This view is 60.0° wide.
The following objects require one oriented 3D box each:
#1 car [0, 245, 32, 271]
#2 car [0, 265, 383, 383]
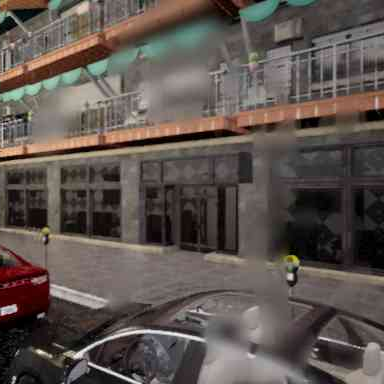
[{"bbox_3d":[-4.401,1.532,6.018,4.507,1.381,1.887,0,0,36],"label":"car"},{"bbox_3d":[0.182,1.548,2.748,4.403,1.369,2.008,0,0,36],"label":"car"}]
